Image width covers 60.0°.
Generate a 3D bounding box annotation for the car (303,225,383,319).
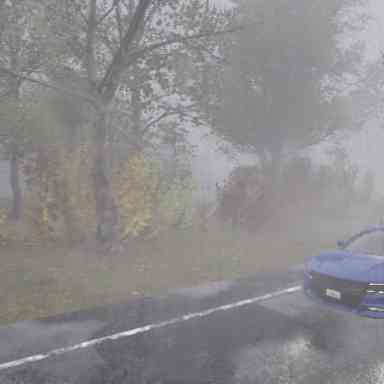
[{"bbox_3d":[4.462,1.479,7.177,5.008,1.535,1.882,0,0,-36],"label":"car"}]
